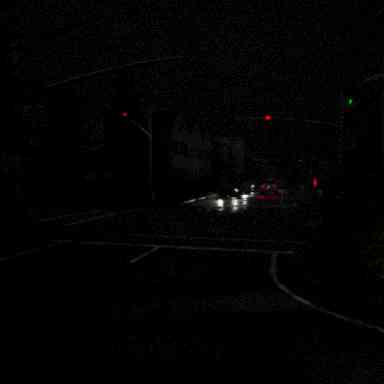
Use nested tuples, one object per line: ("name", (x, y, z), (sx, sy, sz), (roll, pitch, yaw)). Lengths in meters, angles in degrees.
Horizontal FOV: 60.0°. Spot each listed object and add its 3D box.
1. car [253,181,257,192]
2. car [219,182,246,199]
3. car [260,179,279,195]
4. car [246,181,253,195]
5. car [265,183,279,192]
("car", (9.220, -0.964, 53.709), (2.097, 1.767, 4.553), (0, 2, 16))
("car", (4.352, -0.247, 36.394), (2.097, 1.767, 4.553), (0, 2, 16))
("car", (10.183, -0.697, 43.581), (2.150, 2.045, 5.566), (0, 2, 16))
("car", (6.767, -0.451, 44.940), (1.837, 1.490, 4.892), (0, 3, 16))
("car", (12.951, -0.779, 53.873), (1.994, 1.385, 4.181), (0, 2, 16))
